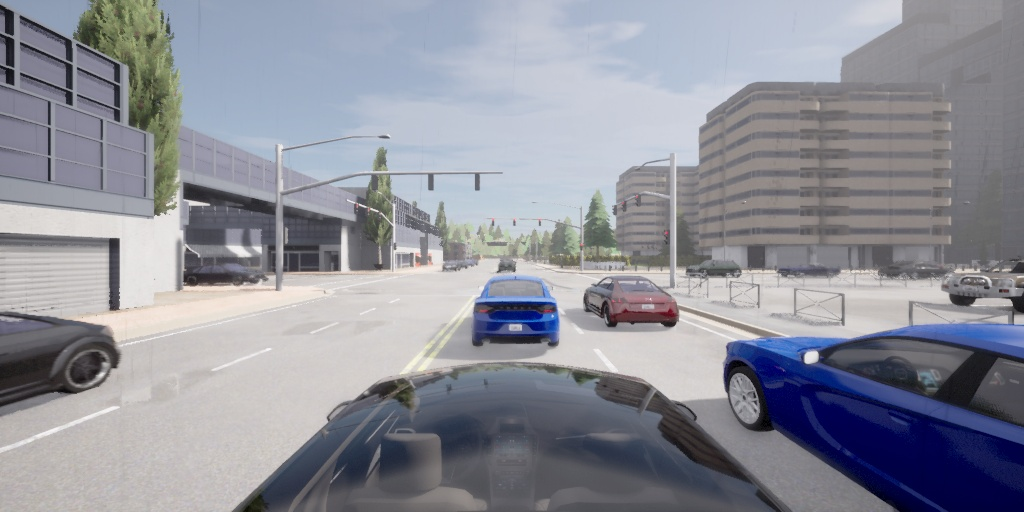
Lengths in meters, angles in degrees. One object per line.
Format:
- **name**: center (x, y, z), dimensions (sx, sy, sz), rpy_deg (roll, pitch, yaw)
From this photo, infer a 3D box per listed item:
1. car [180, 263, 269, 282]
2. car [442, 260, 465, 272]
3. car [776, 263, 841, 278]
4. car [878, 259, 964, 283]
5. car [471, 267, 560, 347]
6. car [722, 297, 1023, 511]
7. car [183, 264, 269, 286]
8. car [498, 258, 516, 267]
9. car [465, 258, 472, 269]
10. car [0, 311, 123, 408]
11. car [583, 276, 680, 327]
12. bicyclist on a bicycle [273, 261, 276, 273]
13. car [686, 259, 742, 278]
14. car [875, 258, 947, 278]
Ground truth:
- **car**: center (-22.442, 1.297, 28.165), dimensions (5.357, 1.411, 2.033), rpy_deg (0, 0, -1)
- **car**: center (-7.866, 1.242, 46.786), dimensions (2.128, 1.511, 4.902), rpy_deg (0, 0, 0)
- **car**: center (27.661, 1.351, 33.558), dimensions (4.718, 1.301, 1.895), rpy_deg (0, 0, -1)
- **car**: center (34.090, 1.255, 29.994), dimensions (4.892, 1.490, 1.837), rpy_deg (0, 0, -1)
- **car**: center (0.091, 1.228, 9.396), dimensions (1.882, 1.535, 5.008), rpy_deg (0, 0, 0)
- **car**: center (3.602, 1.228, 2.546), dimensions (1.882, 1.535, 5.008), rpy_deg (0, 0, 0)
- **car**: center (-19.955, 1.297, 24.699), dimensions (5.357, 1.411, 2.033), rpy_deg (0, 0, -1)
- **car**: center (-0.620, 1.102, 44.022), dimensions (2.097, 1.767, 4.553), rpy_deg (0, 0, 1)
- **car**: center (-8.008, 1.314, 56.746), dimensions (1.994, 1.385, 4.181), rpy_deg (0, 0, -1)
- **car**: center (-7.152, 1.314, 3.878), dimensions (1.994, 1.385, 4.181), rpy_deg (0, 0, 0)
- **car**: center (3.598, 1.314, 11.529), dimensions (1.994, 1.385, 4.181), rpy_deg (0, 0, 0)
- **bicyclist on a bicycle**: center (-25.855, 1.053, 39.601), dimensions (0.582, 1.620, 1.656), rpy_deg (0, 0, -1)
- **car**: center (18.674, 1.102, 33.369), dimensions (4.553, 1.767, 2.097), rpy_deg (0, 0, -1)
- **car**: center (37.457, 1.102, 33.749), dimensions (4.553, 1.767, 2.097), rpy_deg (0, 0, -1)
